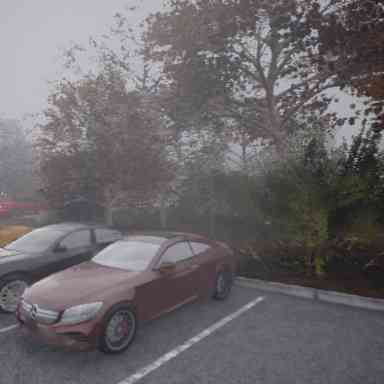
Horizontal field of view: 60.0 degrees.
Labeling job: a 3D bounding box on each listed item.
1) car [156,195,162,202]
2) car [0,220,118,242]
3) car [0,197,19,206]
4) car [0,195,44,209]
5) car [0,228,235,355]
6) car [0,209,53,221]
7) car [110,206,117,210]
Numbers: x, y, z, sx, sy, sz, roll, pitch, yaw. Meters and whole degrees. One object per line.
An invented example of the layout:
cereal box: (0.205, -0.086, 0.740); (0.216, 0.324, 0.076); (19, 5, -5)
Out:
car: (-7.571, 0.888, 61.287); (5.566, 2.045, 2.150); (-1, 0, 41)
car: (-3.085, 1.512, 8.027); (2.097, 1.535, 5.008); (-1, 0, 36)
car: (-34.751, 1.719, 61.057); (2.128, 1.511, 4.902); (-4, -1, 35)
car: (-13.913, 1.265, 28.311); (2.150, 2.045, 5.566); (-4, -1, 35)
car: (-0.818, 1.538, 6.405); (2.002, 1.452, 4.674); (0, 0, 36)
car: (-7.621, 1.553, 11.257); (2.097, 1.535, 5.008); (-1, 0, 36)
car: (-8.891, 1.508, 41.489); (1.994, 1.385, 4.181); (-4, -1, 34)
